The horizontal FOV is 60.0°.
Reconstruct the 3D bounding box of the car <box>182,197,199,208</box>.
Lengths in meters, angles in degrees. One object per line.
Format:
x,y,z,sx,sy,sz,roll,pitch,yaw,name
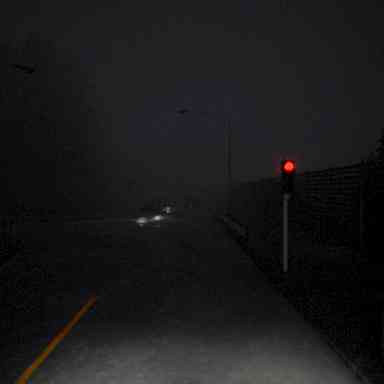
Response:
-0.052,1.415,46.033,1.837,1.490,4.892,0,0,0,car

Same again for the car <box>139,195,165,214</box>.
-4.209,1.411,34.212,1.882,1.535,5.008,0,0,0,car

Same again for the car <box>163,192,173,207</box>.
-4.247,1.260,47.938,2.097,1.767,4.553,0,0,0,car

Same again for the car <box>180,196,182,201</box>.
-4.320,1.389,77.720,5.357,1.411,2.033,0,0,40,car

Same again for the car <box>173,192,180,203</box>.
-4.147,1.090,67.795,2.150,2.045,5.566,0,0,-3,car
